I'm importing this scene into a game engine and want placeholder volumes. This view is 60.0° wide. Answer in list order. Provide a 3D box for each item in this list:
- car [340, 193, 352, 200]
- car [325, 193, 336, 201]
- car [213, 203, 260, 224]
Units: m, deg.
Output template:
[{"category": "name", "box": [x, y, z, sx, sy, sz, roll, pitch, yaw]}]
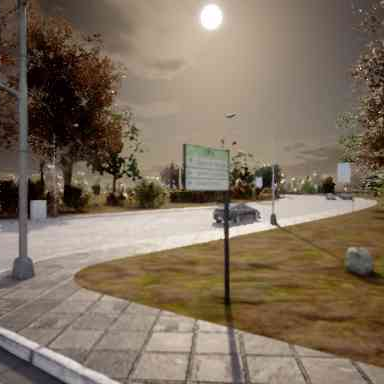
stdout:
[{"category": "car", "box": [36.646, 1.236, 78.615, 1.812, 1.442, 4.674, 0, 0, 21]}, {"category": "car", "box": [33.166, 1.333, 79.324, 1.895, 1.301, 4.718, 0, 0, 21]}, {"category": "car", "box": [3.501, 1.601, 25.787, 1.837, 1.490, 4.892, 0, -1, 39]}]
